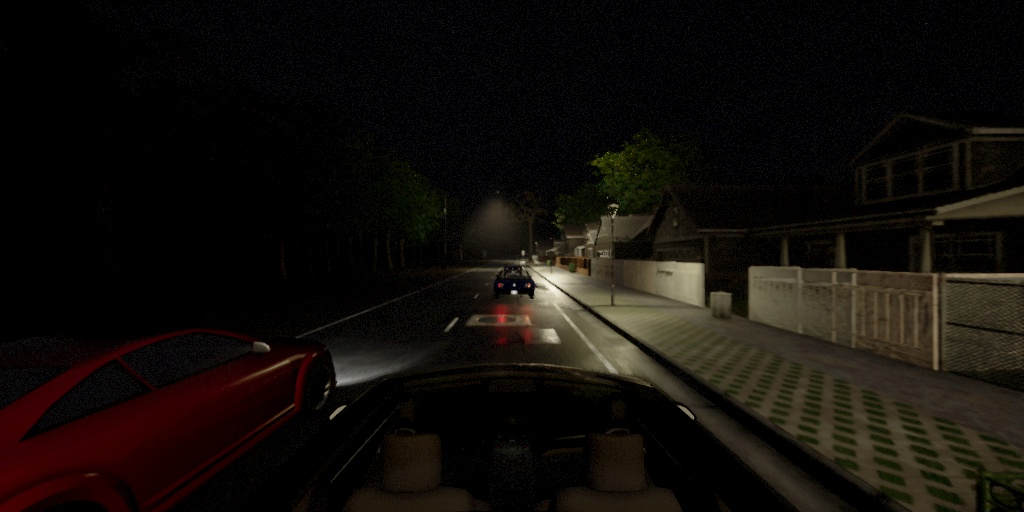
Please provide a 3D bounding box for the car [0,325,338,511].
[{"bbox_3d":[-3.400,1.312,3.259,1.994,1.385,4.181,0,0,0],"label":"car"}]

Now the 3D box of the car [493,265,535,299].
[{"bbox_3d":[0.106,1.327,18.042,1.895,1.301,4.718,0,0,0],"label":"car"}]

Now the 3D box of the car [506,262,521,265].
[{"bbox_3d":[0.110,1.282,38.128,1.895,1.301,4.718,0,0,0],"label":"car"}]
